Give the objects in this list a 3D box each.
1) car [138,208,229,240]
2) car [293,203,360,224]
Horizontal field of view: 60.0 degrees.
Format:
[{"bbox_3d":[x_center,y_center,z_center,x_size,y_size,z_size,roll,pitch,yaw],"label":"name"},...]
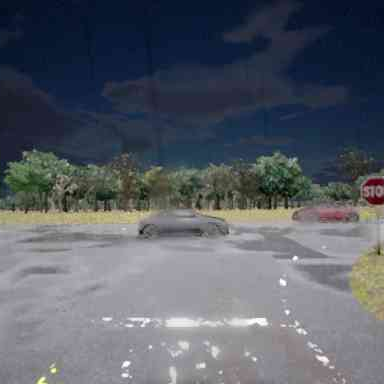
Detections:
[{"bbox_3d":[-0.407,1.443,15.455,4.181,1.385,1.994,0,-2,0],"label":"car"},{"bbox_3d":[9.040,1.439,22.606,4.181,1.385,1.994,-1,-3,-1],"label":"car"}]
